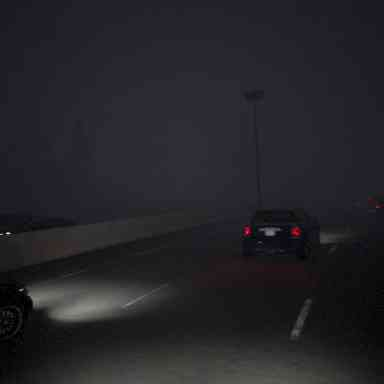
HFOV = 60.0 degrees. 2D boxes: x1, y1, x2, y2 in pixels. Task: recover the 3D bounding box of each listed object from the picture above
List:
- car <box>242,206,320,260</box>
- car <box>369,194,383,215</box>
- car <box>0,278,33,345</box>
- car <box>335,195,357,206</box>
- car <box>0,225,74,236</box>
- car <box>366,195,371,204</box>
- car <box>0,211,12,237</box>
[{"bbox_3d":[3.516,1.331,12.608,2.097,1.767,4.553,-3,-1,28],"label":"car"},{"bbox_3d":[16.218,1.101,27.246,2.033,1.411,5.357,-3,-1,34],"label":"car"},{"bbox_3d":[-4.449,1.784,4.343,1.812,1.442,4.674,-3,-1,25],"label":"car"},{"bbox_3d":[20.978,1.101,45.391,1.994,1.385,4.181,-3,-1,39],"label":"car"},{"bbox_3d":[-9.054,2.134,19.107,2.128,1.511,4.902,-3,-1,28],"label":"car"},{"bbox_3d":[25.219,0.937,45.163,1.895,1.301,4.718,-3,-1,40],"label":"car"},{"bbox_3d":[-15.112,2.317,22.600,2.097,1.767,4.553,-3,-1,28],"label":"car"}]
